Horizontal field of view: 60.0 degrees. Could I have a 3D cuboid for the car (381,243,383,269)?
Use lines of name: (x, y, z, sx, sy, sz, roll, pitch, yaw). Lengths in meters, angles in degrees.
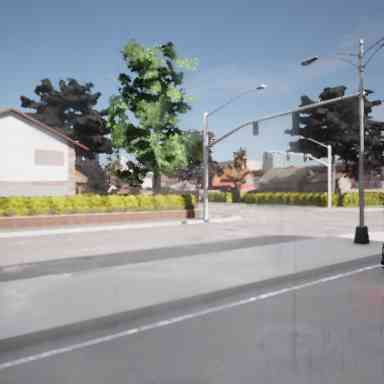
car: (6.800, 1.467, 8.614, 4.902, 1.511, 2.128, 0, 0, -35)
